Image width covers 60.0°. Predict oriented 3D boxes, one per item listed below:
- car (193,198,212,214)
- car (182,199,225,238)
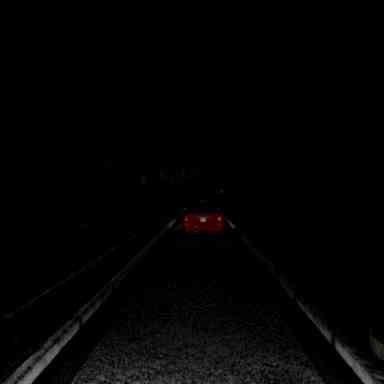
[{"bbox_3d":[1.085,1.472,35.987,1.882,1.535,5.008,0,0,1],"label":"car"},{"bbox_3d":[0.594,1.351,17.894,2.097,1.767,4.553,0,0,2],"label":"car"}]
